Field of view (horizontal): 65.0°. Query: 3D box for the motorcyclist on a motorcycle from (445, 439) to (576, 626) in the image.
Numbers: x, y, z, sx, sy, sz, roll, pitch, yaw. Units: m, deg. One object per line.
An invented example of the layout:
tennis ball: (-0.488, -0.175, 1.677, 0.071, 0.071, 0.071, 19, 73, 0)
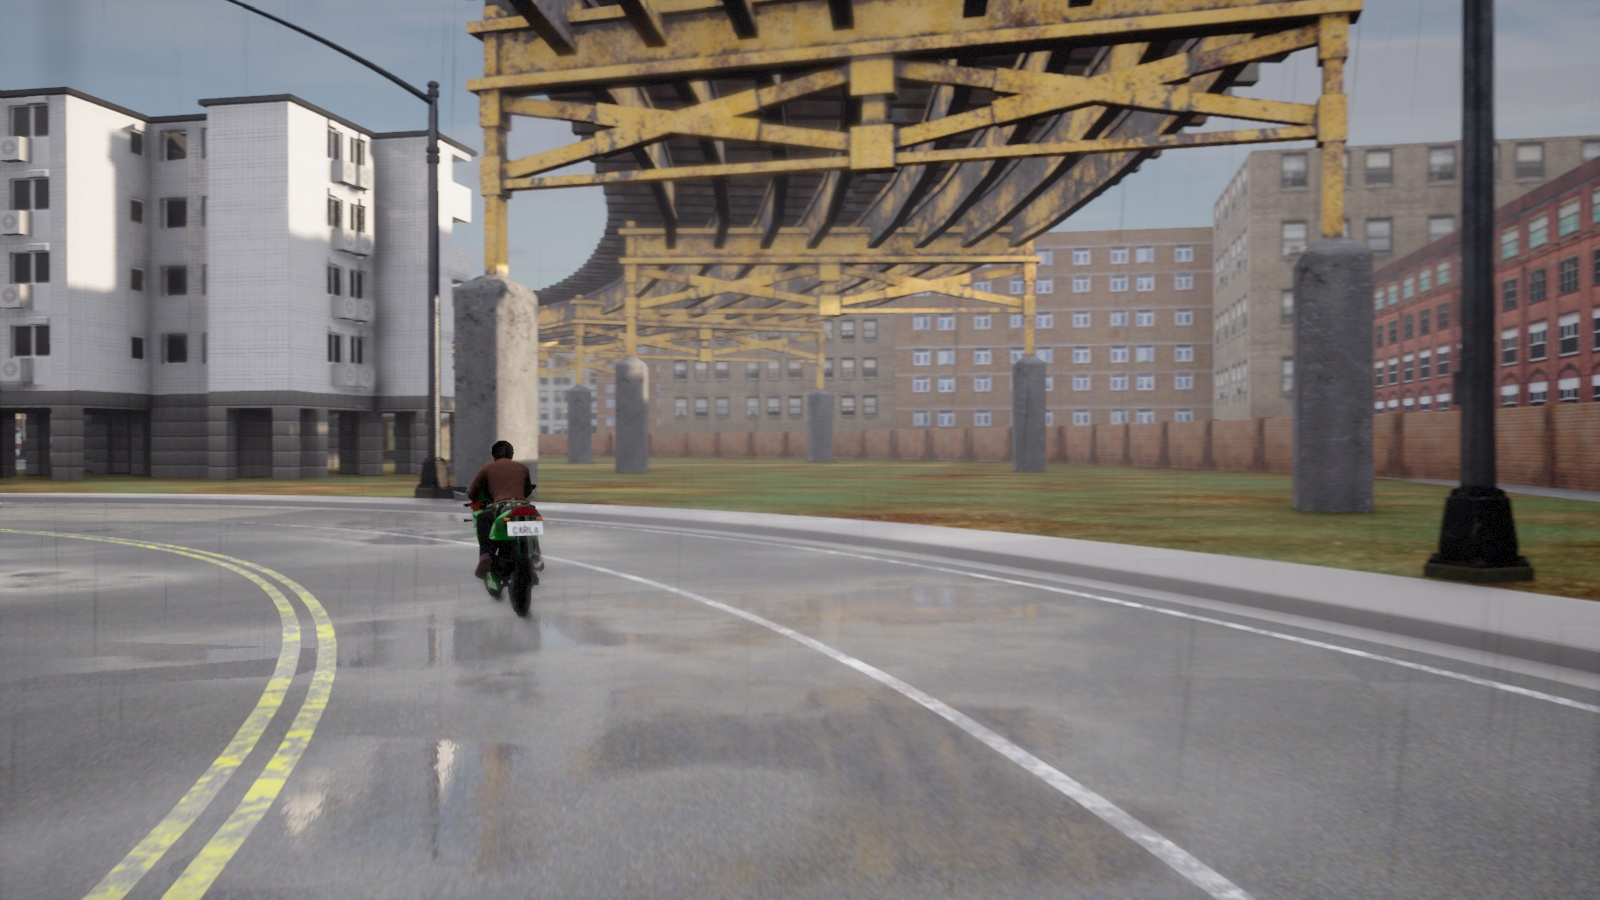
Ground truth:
motorcyclist on a motorcycle: (-2.658, 0.666, 11.353, 0.797, 1.523, 2.044, -1, 1, -23)
